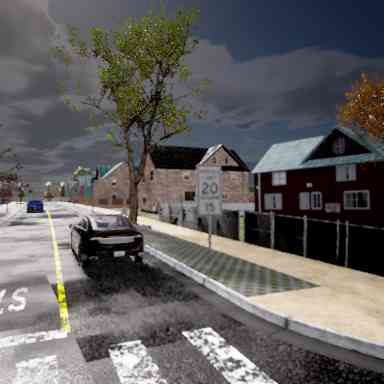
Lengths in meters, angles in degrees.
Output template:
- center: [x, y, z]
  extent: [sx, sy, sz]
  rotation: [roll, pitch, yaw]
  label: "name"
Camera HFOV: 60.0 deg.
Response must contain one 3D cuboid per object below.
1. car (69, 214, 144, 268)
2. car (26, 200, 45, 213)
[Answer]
- center: [-3.091, 1.529, 11.604]
  extent: [2.128, 1.511, 4.902]
  rotation: [0, 0, -25]
  label: "car"
- center: [-19.548, 1.720, 41.543]
  extent: [1.882, 1.535, 5.008]
  rotation: [0, -1, -24]
  label: "car"
